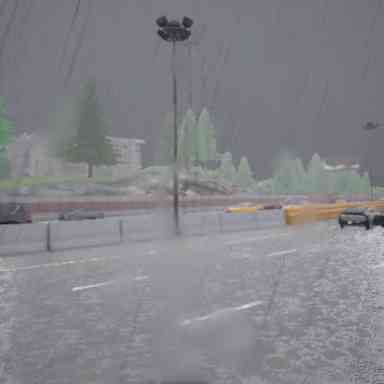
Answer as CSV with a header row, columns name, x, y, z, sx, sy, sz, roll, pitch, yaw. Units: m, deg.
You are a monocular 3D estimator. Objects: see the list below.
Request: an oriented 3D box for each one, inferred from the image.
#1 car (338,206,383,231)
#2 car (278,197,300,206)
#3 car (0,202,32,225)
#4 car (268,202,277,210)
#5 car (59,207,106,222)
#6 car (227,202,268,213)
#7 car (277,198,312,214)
name,x,y,z,sx,sy,sz,roll,pitch,yaw
car,11.445,1.687,22.168,4.902,1.511,2.128,0,-1,-45
car,17.763,1.750,60.830,1.882,1.535,5.008,-1,-1,40
car,-11.401,1.567,17.405,5.566,2.045,2.150,0,-1,-35
car,12.585,2.153,49.408,1.895,1.301,4.718,-1,-1,41
car,-10.330,2.088,31.423,4.181,1.385,1.994,0,-1,-39
car,5.908,1.922,36.709,5.008,1.535,1.882,0,-1,-45
car,12.148,1.761,38.344,2.097,1.767,4.553,-1,-1,42
